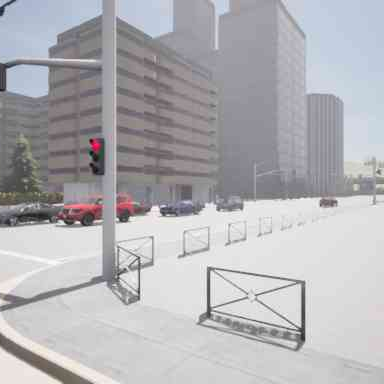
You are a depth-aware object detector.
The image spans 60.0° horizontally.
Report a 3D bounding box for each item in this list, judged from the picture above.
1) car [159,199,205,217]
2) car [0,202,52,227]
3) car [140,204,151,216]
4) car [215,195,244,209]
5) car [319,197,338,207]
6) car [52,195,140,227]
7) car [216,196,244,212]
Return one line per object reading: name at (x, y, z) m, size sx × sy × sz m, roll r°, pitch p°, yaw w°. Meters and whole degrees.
car at (-1.036, 1.596, 31.593) m, size 1.895 × 1.301 × 4.718 m, roll 0°, pitch 0°, yaw 35°
car at (-11.244, 1.486, 22.951) m, size 2.128 × 1.511 × 4.902 m, roll 0°, pitch 0°, yaw 35°
car at (-5.984, 1.595, 30.582) m, size 1.895 × 1.301 × 4.718 m, roll 0°, pitch 0°, yaw 35°
car at (5.356, 1.346, 46.961) m, size 2.097 × 1.767 × 4.553 m, roll 0°, pitch 0°, yaw 35°
car at (20.846, 1.475, 50.674) m, size 1.882 × 1.535 × 5.008 m, roll 0°, pitch 0°, yaw 35°
car at (-6.582, 1.216, 23.549) m, size 2.150 × 2.045 × 5.566 m, roll 0°, pitch 0°, yaw 35°
car at (4.650, 1.521, 39.814) m, size 1.812 × 1.442 × 4.674 m, roll 0°, pitch 0°, yaw 35°
